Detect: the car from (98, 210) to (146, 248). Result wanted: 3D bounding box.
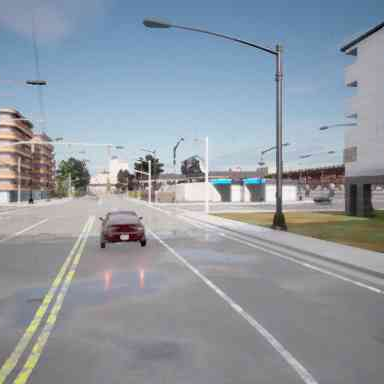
[{"bbox_3d":[-3.115,1.532,14.733,1.812,1.442,4.674,0,0,-15],"label":"car"}]

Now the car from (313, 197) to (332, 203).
[{"bbox_3d":[26.106,1.588,66.582,4.718,1.301,1.895,0,0,-43],"label":"car"}]
